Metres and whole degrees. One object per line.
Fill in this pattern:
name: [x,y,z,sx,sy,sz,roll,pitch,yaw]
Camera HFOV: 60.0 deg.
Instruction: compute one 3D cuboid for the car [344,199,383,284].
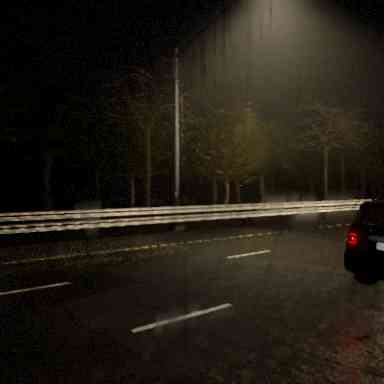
car: [6.003,1.168,8.151,5.566,2.045,2.150,0,0,-35]
